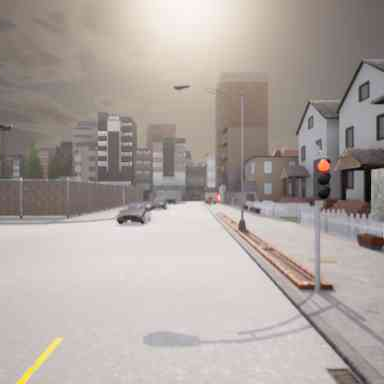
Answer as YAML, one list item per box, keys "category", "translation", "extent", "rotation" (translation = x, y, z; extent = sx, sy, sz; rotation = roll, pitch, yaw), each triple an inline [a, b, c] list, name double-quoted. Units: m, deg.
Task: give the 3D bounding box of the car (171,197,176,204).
- category: "car"
  translation: [-4.042, 1.590, 62.784]
  extent: [1.895, 1.301, 4.718]
  rotation: [0, 0, 0]

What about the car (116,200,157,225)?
- category: "car"
  translation: [-4.115, 1.543, 24.458]
  extent: [2.033, 1.411, 5.357]
  rotation: [0, 0, 0]

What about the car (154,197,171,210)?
- category: "car"
  translation: [-4.124, 1.497, 42.124]
  extent: [1.837, 1.490, 4.892]
  rotation: [0, 0, 0]
